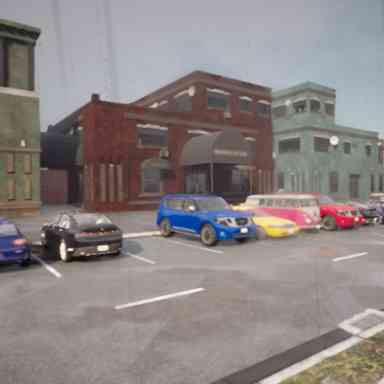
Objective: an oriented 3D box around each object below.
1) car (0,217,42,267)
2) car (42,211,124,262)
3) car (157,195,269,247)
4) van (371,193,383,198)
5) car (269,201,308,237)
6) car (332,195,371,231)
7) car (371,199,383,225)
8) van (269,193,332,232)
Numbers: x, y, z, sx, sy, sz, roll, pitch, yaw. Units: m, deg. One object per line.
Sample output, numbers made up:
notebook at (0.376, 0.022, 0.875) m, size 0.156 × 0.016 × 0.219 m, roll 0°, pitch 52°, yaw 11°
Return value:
car at (-6.364, 1.492, 10.462) m, size 2.002 × 1.452 × 4.674 m, roll 0°, pitch 0°, yaw -35°
car at (-4.098, 1.437, 12.070) m, size 2.231 × 1.521 × 4.892 m, roll 0°, pitch 0°, yaw -35°
car at (0.442, 1.154, 15.274) m, size 2.435 × 2.045 × 5.566 m, roll 0°, pitch 0°, yaw -35°
van at (16.209, 1.113, 26.669) m, size 1.878 × 1.987 × 4.442 m, roll 0°, pitch 0°, yaw -35°
car at (2.798, 1.390, 16.757) m, size 1.946 × 1.575 × 5.366 m, roll 0°, pitch 0°, yaw -35°
car at (7.234, 1.119, 20.105) m, size 2.435 × 2.045 × 5.566 m, roll 0°, pitch 0°, yaw -35°
car at (9.488, 1.362, 21.736) m, size 2.231 × 1.521 × 4.892 m, roll 0°, pitch 0°, yaw -35°
van at (5.022, 1.156, 18.423) m, size 1.878 × 1.987 × 4.442 m, roll 0°, pitch 0°, yaw -35°
